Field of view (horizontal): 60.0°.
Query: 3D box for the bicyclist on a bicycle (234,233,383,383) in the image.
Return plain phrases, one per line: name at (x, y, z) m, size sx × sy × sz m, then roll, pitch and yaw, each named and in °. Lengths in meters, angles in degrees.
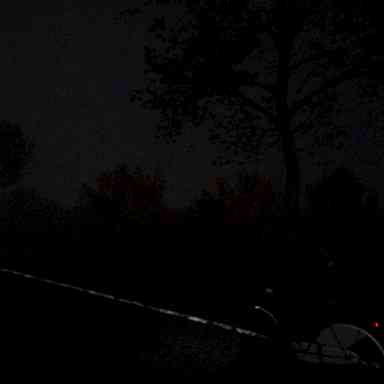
bicyclist on a bicycle at (1.314, 1.383, 4.117) m, size 1.843 × 1.776 × 0.659 m, roll 0°, pitch 0°, yaw 35°
